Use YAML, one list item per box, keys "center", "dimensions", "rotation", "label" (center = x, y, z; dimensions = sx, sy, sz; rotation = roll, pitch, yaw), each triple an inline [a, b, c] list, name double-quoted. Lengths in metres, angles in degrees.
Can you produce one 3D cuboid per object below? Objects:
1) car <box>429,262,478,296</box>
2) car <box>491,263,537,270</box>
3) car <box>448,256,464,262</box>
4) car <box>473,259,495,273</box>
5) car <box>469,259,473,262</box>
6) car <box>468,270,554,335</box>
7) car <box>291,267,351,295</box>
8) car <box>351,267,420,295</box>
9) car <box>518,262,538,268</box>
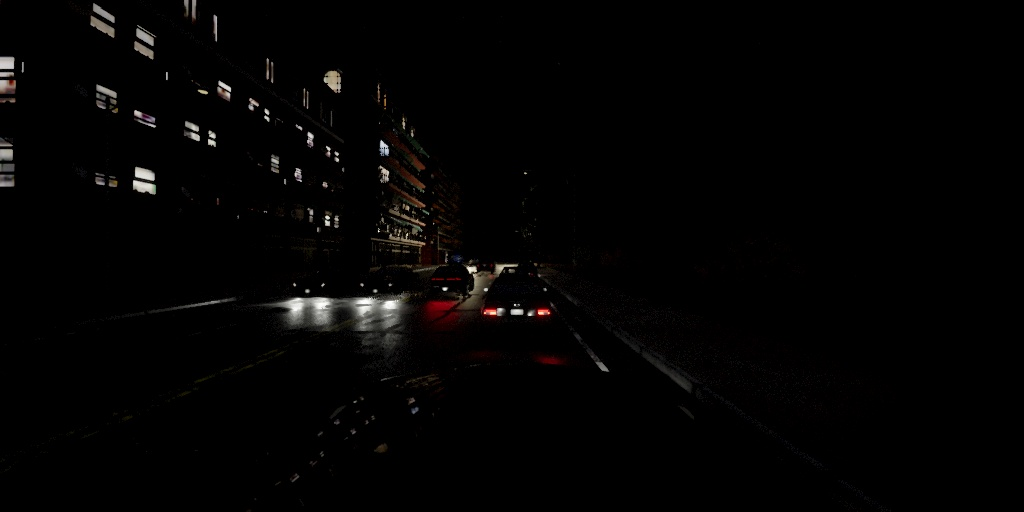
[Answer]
- center: [-3.140, 1.259, 19.239]
  dimensions: [1.837, 1.490, 4.892]
  rotation: [0, 0, 0]
  label: "car"
- center: [0.110, 1.300, 20.867]
  dimensions: [2.033, 1.411, 5.357]
  rotation: [0, 0, 0]
  label: "car"
- center: [-9.777, 0.973, 62.615]
  dimensions: [2.150, 2.045, 5.566]
  rotation: [0, 0, 1]
  label: "car"
- center: [-3.126, 1.106, 43.126]
  dimensions: [2.097, 1.767, 4.553]
  rotation: [0, 0, 0]
  label: "car"
- center: [-6.533, 1.299, 62.179]
  dimensions: [2.033, 1.411, 5.357]
  rotation: [0, 0, 0]
  label: "car"
- center: [0.107, 1.299, 10.505]
  dimensions: [2.033, 1.411, 5.357]
  rotation: [0, 0, 0]
  label: "car"
- center: [-9.839, 1.300, 19.900]
  dimensions: [2.033, 1.411, 5.357]
  rotation: [0, 0, 0]
  label: "car"
- center: [-6.590, 1.300, 19.940]
  dimensions: [2.033, 1.411, 5.357]
  rotation: [0, 0, 0]
  label: "car"
- center: [1.154, 1.259, 30.634]
  dimensions: [1.837, 1.490, 4.892]
  rotation: [0, 0, 0]
  label: "car"
